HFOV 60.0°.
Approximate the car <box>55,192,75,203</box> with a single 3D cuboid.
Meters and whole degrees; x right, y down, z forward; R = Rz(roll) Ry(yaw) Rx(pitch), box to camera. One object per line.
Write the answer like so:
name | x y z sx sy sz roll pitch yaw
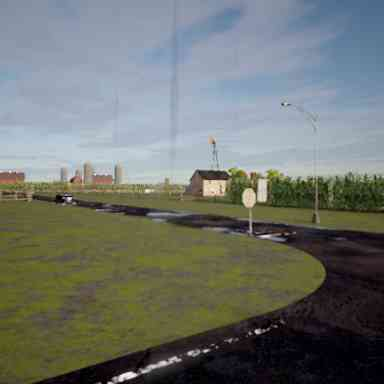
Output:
car | -19.012 0.818 49.689 2.128 1.511 4.902 0 1 -36
